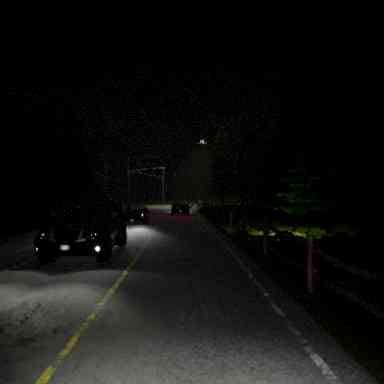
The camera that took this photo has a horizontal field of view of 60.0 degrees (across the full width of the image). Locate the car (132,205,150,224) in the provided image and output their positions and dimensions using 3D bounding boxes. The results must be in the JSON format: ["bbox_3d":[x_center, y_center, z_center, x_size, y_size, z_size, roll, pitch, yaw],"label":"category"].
[{"bbox_3d":[-4.381,1.739,26.079,1.895,1.301,4.718,0,0,-3],"label":"car"}]

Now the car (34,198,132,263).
[{"bbox_3d":[-3.878,1.280,12.673,2.150,2.045,5.566,0,0,-2],"label":"car"}]

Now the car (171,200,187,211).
[{"bbox_3d":[-1.755,1.780,45.134,2.033,1.411,5.357,0,0,-3],"label":"car"}]

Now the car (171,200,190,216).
[{"bbox_3d":[-1.221,1.673,34.968,2.128,1.511,4.902,0,0,-2],"label":"car"}]
